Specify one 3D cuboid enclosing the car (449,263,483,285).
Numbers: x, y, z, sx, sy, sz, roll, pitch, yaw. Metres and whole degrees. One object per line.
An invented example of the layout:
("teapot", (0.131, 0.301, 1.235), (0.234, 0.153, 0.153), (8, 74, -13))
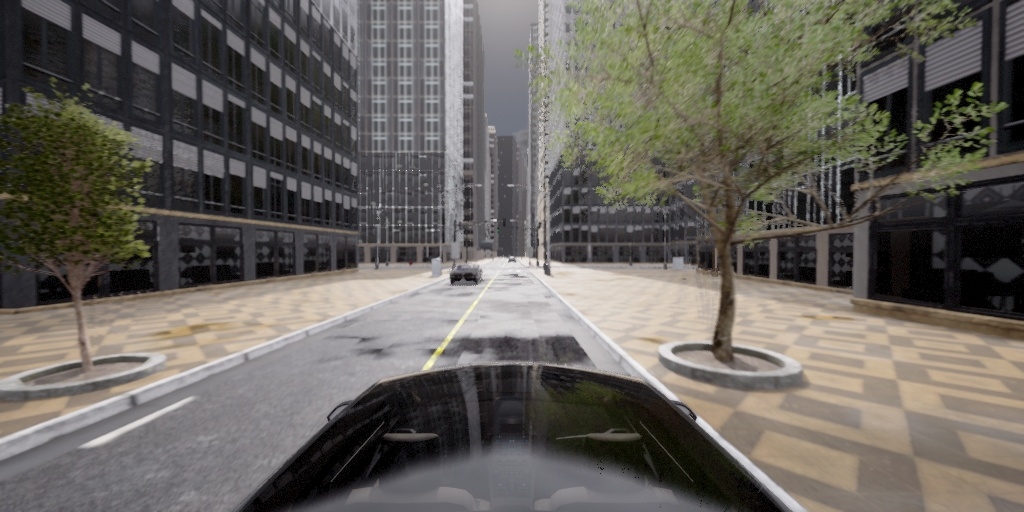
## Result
("car", (-3.088, 1.200, 24.848), (1.895, 1.301, 4.718), (0, 0, 0))
